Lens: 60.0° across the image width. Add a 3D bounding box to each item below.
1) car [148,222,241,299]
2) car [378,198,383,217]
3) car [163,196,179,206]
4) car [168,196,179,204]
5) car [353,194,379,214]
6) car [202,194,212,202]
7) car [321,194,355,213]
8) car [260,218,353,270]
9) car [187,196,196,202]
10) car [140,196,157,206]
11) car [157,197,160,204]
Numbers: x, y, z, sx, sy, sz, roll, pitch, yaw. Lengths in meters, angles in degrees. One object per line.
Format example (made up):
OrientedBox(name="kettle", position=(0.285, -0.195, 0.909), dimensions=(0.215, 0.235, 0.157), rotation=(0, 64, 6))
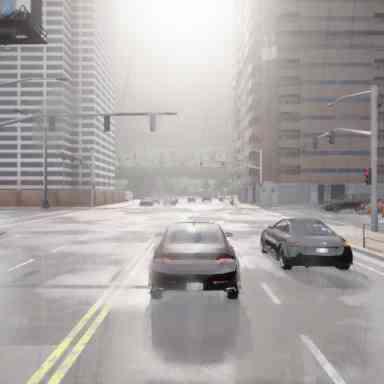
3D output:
OrientedBox(name="car", position=(0.052, 1.492, 8.423), dimensions=(2.128, 1.511, 4.902), rotation=(0, 0, 0))
OrientedBox(name="car", position=(17.543, 1.478, 25.783), dimensions=(5.008, 1.535, 1.882), rotation=(0, 0, 0))
OrientedBox(name="car", position=(-3.673, 1.491, 55.049), dimensions=(2.128, 1.511, 4.902), rotation=(0, 0, 0))
OrientedBox(name="car", position=(-3.645, 1.505, 64.988), dimensions=(1.837, 1.490, 4.892), rotation=(0, 0, 0))
OrientedBox(name="car", position=(18.967, 1.352, 32.960), dimensions=(4.553, 1.767, 2.097), rotation=(0, 0, 0))
OrientedBox(name="car", position=(3.382, 1.355, 76.795), dimensions=(2.097, 1.767, 4.553), rotation=(0, 0, 0))
OrientedBox(name="car", position=(17.141, 1.221, 36.480), dimensions=(5.566, 2.045, 2.150), rotation=(0, 0, 0))
OrientedBox(name="car", position=(3.563, 1.564, 11.075), dimensions=(1.994, 1.385, 4.181), rotation=(0, 0, 0))
OrientedBox(name="car", position=(-0.115, 1.540, 75.248), dimensions=(2.033, 1.411, 5.357), rotation=(0, 0, 0))
OrientedBox(name="car", position=(-7.177, 1.526, 53.254), dimensions=(1.812, 1.442, 4.674), rotation=(0, 0, 1))
OrientedBox(name="car", position=(-7.152, 1.526, 63.167), dimensions=(1.812, 1.442, 4.674), rotation=(0, 0, 1))
